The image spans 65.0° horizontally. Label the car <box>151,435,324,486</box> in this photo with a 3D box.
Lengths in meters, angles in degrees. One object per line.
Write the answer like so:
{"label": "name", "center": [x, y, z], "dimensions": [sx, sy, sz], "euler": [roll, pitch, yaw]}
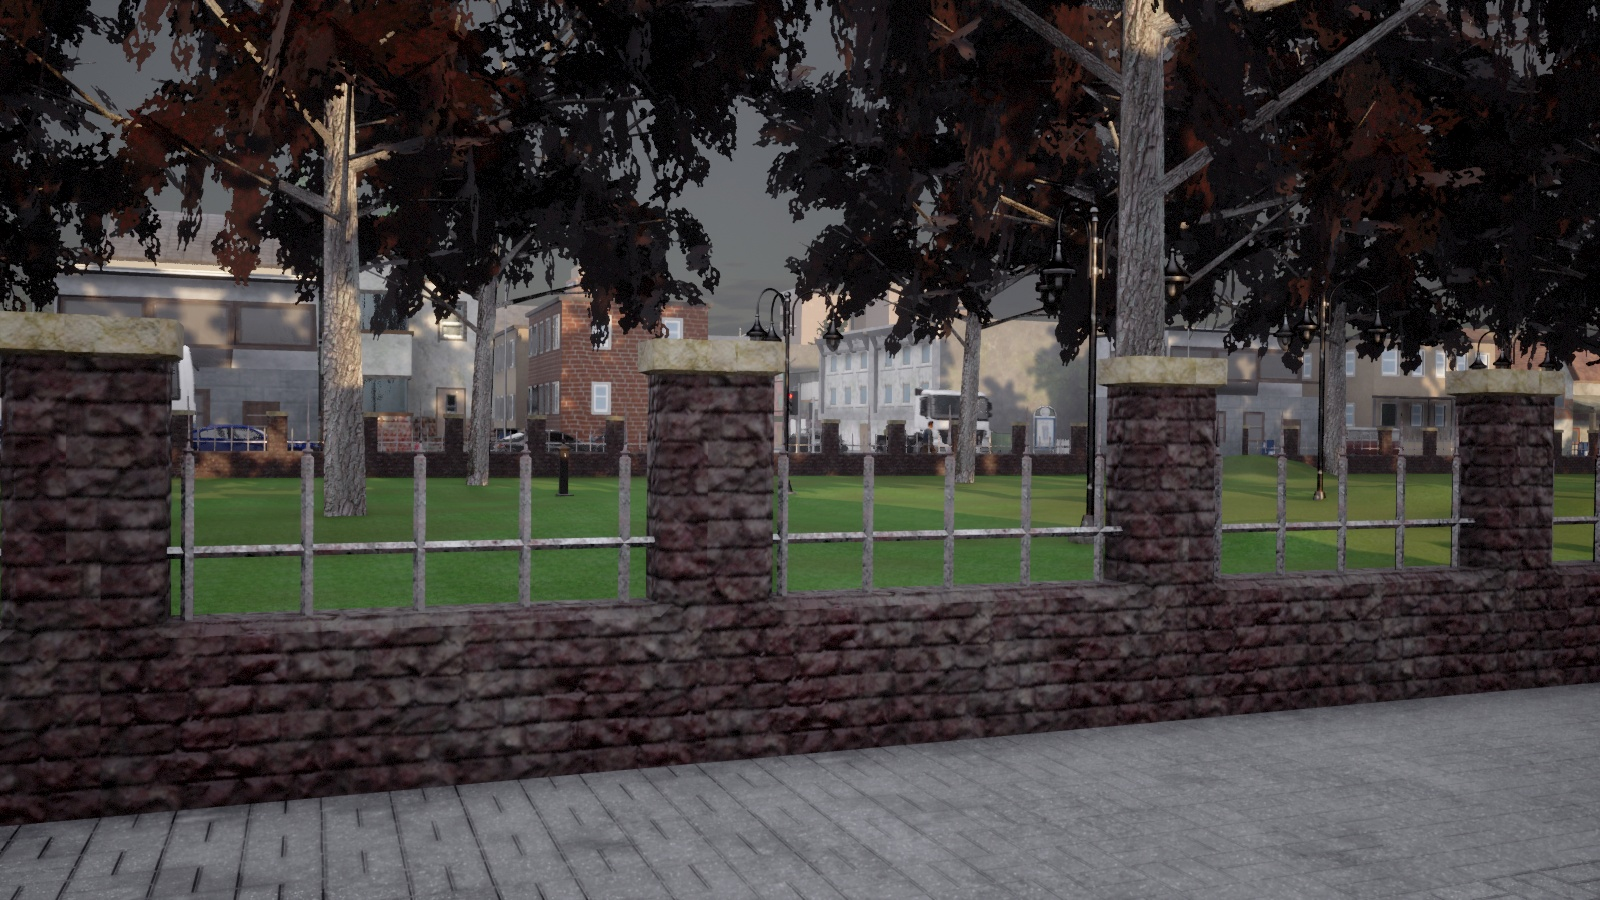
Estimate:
{"label": "car", "center": [-18.238, 0.307, 40.900], "dimensions": [5.008, 1.535, 1.882], "euler": [-1, 1, -24]}

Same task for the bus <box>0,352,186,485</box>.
{"label": "bus", "center": [-26.316, -0.977, 41.942], "dimensions": [10.273, 4.253, 3.944], "euler": [-1, 0, -25]}

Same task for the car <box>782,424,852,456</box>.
{"label": "car", "center": [0.898, -0.573, 70.050], "dimensions": [2.152, 1.651, 5.027], "euler": [-1, 1, -21]}

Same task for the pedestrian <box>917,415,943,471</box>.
{"label": "pedestrian", "center": [4.560, -0.259, 44.104], "dimensions": [0.788, 1.949, 0.423], "euler": [-1, 1, -21]}

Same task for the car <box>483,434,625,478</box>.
{"label": "car", "center": [-8.734, 0.192, 44.624], "dimensions": [4.674, 1.442, 1.812], "euler": [-1, 1, -24]}

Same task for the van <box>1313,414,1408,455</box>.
{"label": "van", "center": [28.271, -0.785, 63.343], "dimensions": [4.442, 1.987, 1.775], "euler": [-1, 1, -21]}

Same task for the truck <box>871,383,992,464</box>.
{"label": "truck", "center": [5.893, -1.190, 57.926], "dimensions": [2.891, 3.462, 7.936], "euler": [0, 1, -15]}
